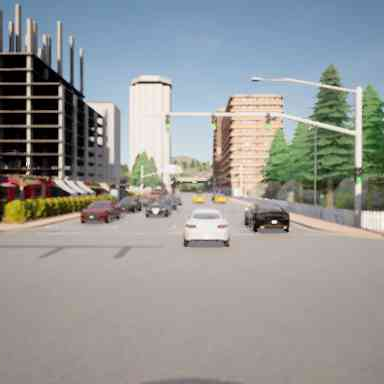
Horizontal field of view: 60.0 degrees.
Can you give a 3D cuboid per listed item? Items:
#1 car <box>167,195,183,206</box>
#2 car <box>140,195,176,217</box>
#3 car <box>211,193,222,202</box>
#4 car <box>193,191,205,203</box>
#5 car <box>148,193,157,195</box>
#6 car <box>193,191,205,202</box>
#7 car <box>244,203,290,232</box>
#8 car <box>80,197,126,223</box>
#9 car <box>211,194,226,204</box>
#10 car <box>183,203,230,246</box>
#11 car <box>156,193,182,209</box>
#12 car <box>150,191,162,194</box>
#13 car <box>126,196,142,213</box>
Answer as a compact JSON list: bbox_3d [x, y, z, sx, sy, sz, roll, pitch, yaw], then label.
[{"bbox_3d":[-2.410,1.228,48.167,2.033,1.411,5.357,0,0,1],"label":"car"},{"bbox_3d":[-2.813,1.300,28.591,2.128,1.511,4.902,0,0,1],"label":"car"},{"bbox_3d":[4.873,1.055,65.690,1.882,1.535,5.008,0,0,1],"label":"car"},{"bbox_3d":[1.219,1.111,56.017,1.882,1.535,5.008,0,0,1],"label":"car"},{"bbox_3d":[-6.032,1.256,43.326,2.033,1.411,5.357,0,0,1],"label":"car"},{"bbox_3d":[1.377,0.789,65.976,2.150,2.045,5.566,0,0,1],"label":"car"},{"bbox_3d":[4.213,1.355,19.274,1.882,1.535,5.008,0,0,1],"label":"car"},{"bbox_3d":[-6.394,1.314,23.815,1.882,1.535,5.008,0,0,1],"label":"car"},{"bbox_3d":[4.721,1.114,56.119,1.882,1.535,5.008,0,0,1],"label":"car"},{"bbox_3d":[0.610,1.429,14.630,1.812,1.442,4.674,0,0,2],"label":"car"},{"bbox_3d":[-2.651,1.241,37.721,2.128,1.511,4.902,0,0,1],"label":"car"},{"bbox_3d":[-5.817,0.862,53.809,2.150,2.045,5.566,0,0,1],"label":"car"},{"bbox_3d":[-6.235,1.253,33.163,1.882,1.535,5.008,0,0,1],"label":"car"}]
